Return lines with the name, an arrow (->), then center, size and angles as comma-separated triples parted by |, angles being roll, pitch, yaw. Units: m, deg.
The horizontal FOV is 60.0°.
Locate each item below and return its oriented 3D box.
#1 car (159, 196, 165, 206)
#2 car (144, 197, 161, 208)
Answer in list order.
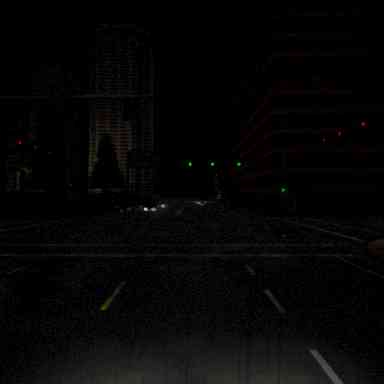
car -> -7.000, 2.146, 72.911 | 1.882, 1.535, 5.008 | 0, -1, 0
car -> -7.043, 2.073, 57.324 | 2.033, 1.411, 5.357 | 0, -1, 1
